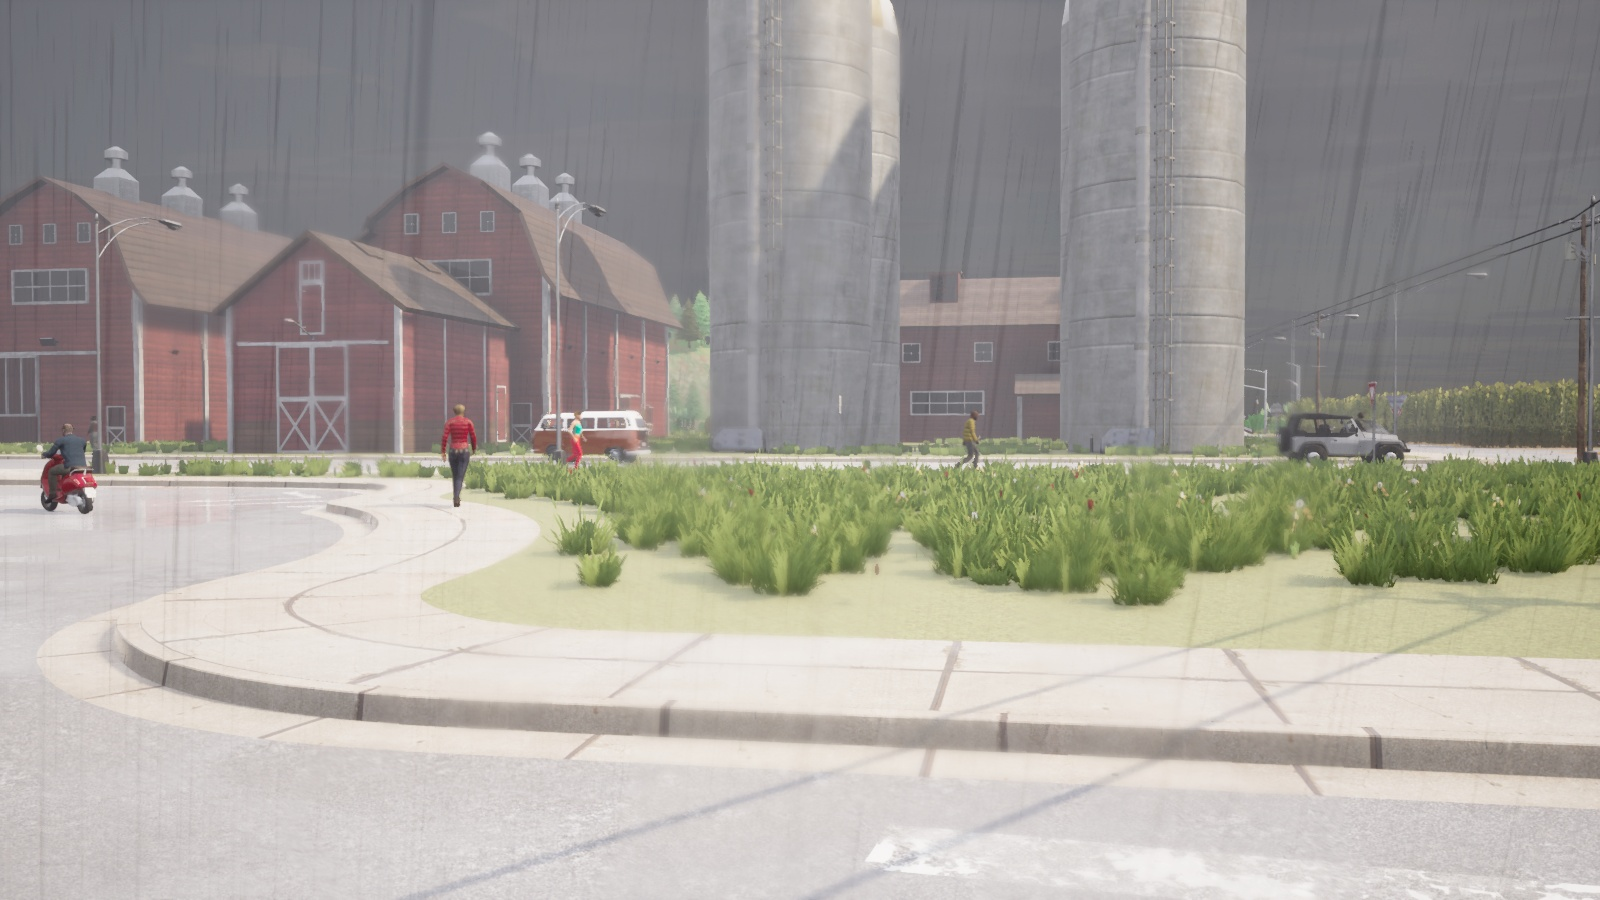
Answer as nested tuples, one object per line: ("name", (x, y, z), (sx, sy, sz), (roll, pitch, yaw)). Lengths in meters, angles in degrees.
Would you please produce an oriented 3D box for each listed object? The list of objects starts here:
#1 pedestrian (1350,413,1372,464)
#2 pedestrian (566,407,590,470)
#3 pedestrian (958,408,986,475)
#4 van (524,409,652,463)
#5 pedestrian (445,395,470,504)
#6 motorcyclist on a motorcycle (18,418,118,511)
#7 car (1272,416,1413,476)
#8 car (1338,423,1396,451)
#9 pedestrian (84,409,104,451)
("pedestrian", (21.397, -0.435, 47.902), (0.692, 1.930, 0.395), (1, 1, 18))
("pedestrian", (-6.423, -0.336, 36.345), (0.594, 1.836, 0.345), (0, 1, 7))
("pedestrian", (4.758, -0.241, 34.760), (0.726, 1.835, 0.370), (0, 1, 3))
("van", (-8.246, -0.551, 49.015), (4.480, 2.038, 2.069), (1, 1, 10))
("pedestrian", (-5.871, -0.013, 21.524), (0.331, 1.846, 0.636), (0, 1, -8))
("motorcyclist on a motorcycle", (-13.023, 0.229, 22.324), (1.817, 1.590, 0.866), (1, 2, 36))
("car", (17.673, -0.167, 41.059), (3.866, 1.878, 1.905), (1, 1, 10))
("car", (35.244, -0.824, 78.229), (2.242, 1.667, 4.611), (1, 1, 11))
("pedestrian", (-32.670, -0.948, 58.098), (0.666, 1.930, 0.402), (1, 1, 10))
